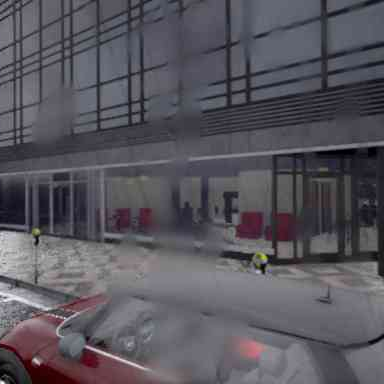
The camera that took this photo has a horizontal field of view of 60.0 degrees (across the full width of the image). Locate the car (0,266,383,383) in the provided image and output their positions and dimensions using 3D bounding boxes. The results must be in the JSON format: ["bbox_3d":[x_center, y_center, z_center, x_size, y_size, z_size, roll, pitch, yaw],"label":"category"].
[{"bbox_3d":[-0.116,1.451,3.050,4.097,1.590,1.967,0,0,36],"label":"car"}]
